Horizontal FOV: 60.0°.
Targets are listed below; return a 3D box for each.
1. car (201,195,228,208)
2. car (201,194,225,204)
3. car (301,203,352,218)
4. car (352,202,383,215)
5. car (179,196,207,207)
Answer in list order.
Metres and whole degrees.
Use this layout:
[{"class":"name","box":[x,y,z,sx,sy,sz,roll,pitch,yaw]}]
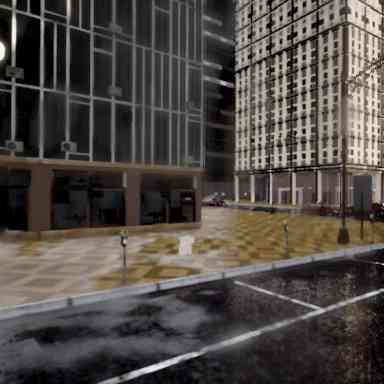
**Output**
[{"class":"car","box":[3.054,1.475,44.474,1.802,1.307,4.206,1,0,-33]},{"class":"car","box":[3.674,1.269,58.312,1.967,1.590,4.097,1,0,-35]},{"class":"car","box":[11.950,1.654,30.518,1.802,1.307,4.206,1,0,-32]},{"class":"car","box":[18.568,1.707,35.211,1.802,1.307,4.206,1,0,-32]},{"class":"car","box":[0.105,1.359,48.971,1.752,1.417,4.829,1,0,-33]}]
